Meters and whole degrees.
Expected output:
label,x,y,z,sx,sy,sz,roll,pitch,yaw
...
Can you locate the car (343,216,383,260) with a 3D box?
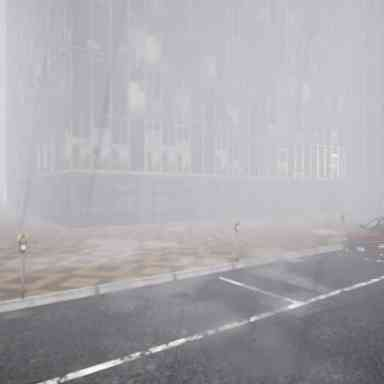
label,x,y,z,sx,sy,sz,roll,pitch,yaw
car,7.055,1.521,11.593,4.507,1.381,1.887,0,0,-36
